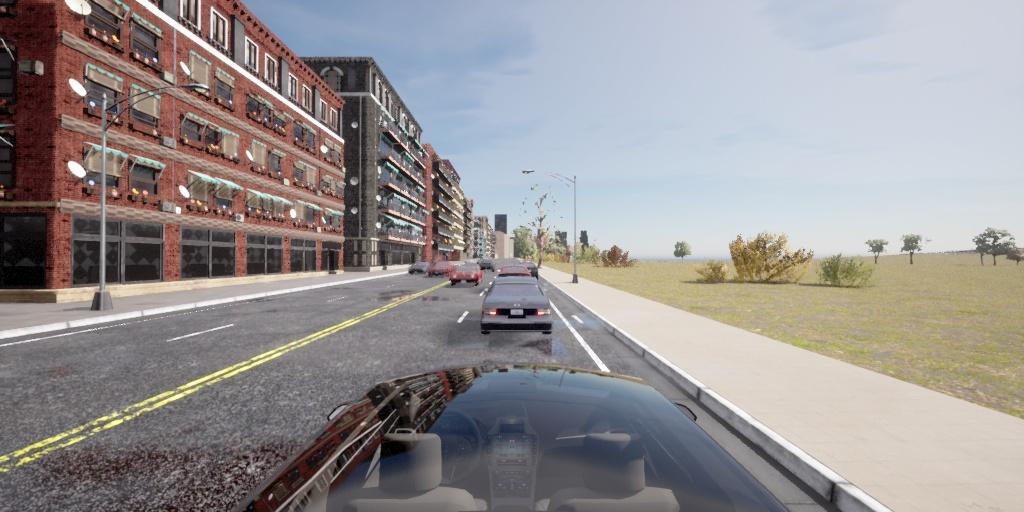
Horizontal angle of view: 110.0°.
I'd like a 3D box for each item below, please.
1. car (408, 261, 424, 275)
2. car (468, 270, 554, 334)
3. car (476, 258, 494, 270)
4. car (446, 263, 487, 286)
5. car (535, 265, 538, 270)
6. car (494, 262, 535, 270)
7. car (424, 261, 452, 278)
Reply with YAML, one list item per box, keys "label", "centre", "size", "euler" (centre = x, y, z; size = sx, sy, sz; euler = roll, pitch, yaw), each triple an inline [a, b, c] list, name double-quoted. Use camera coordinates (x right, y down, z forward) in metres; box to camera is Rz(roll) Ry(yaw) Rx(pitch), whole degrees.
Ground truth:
- label: "car"
  centre: [-9.782, 1.300, 39.222]
  size: [2.033, 1.411, 5.357]
  euler: [0, 0, 0]
- label: "car"
  centre: [0.115, 1.299, 10.525]
  size: [2.033, 1.411, 5.357]
  euler: [0, 0, 0]
- label: "car"
  centre: [-3.068, 1.254, 45.580]
  size: [1.837, 1.490, 4.892]
  euler: [0, -1, 0]
- label: "car"
  centre: [-3.108, 1.354, 25.431]
  size: [1.895, 1.301, 4.718]
  euler: [0, 0, 0]
- label: "car"
  centre: [1.191, 1.231, 30.503]
  size: [1.882, 1.535, 5.008]
  euler: [0, 0, 0]
- label: "car"
  centre: [0.138, 1.230, 21.065]
  size: [1.882, 1.535, 5.008]
  euler: [0, 0, 0]
- label: "car"
  centre: [-6.542, 1.231, 33.727]
  size: [1.882, 1.535, 5.008]
  euler: [0, 0, 0]
